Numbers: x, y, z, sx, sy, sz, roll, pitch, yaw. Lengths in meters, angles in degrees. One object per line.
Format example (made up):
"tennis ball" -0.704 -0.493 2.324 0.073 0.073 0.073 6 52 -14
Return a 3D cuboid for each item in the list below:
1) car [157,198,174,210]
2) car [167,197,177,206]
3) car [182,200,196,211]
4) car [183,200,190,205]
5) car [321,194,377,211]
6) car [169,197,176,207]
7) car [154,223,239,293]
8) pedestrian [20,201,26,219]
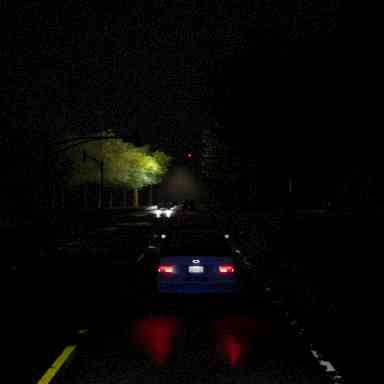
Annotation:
"car" -4.182 2.000 49.804 1.895 1.301 4.718 0 -1 -1
"car" -4.761 2.226 79.318 2.150 2.045 5.566 0 -1 -1
"car" -0.436 1.868 47.800 1.837 1.490 4.892 0 -1 -2
"car" -1.526 2.963 90.978 1.895 1.301 4.718 0 -2 -1
"car" 14.356 0.909 30.543 4.674 1.442 1.812 -2 -1 2
"car" -4.370 1.910 58.908 2.097 1.767 4.553 0 -1 -1
"car" 0.087 1.550 8.974 2.033 1.411 5.357 0 0 0
"pedestrian" -18.100 1.917 35.640 0.375 1.860 0.375 0 1 2
